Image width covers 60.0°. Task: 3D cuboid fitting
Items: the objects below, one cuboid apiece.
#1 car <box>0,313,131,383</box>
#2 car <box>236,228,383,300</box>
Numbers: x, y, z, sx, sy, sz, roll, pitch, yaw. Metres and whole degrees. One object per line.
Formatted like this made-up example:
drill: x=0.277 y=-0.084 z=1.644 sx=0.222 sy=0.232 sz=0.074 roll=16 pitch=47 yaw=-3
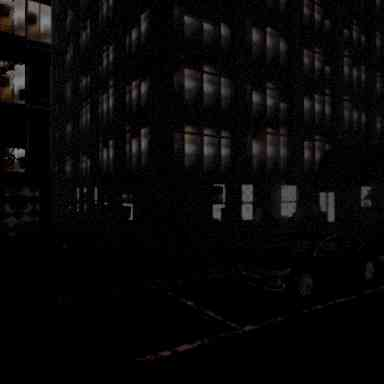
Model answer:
car: x=-2.596 y=1.492 z=1.398 sx=4.902 sy=1.511 sz=2.128 roll=1 pitch=-1 yaw=-34
car: x=3.085 y=1.655 z=8.550 sx=4.403 sy=1.369 sz=2.008 roll=1 pitch=-1 yaw=-34
